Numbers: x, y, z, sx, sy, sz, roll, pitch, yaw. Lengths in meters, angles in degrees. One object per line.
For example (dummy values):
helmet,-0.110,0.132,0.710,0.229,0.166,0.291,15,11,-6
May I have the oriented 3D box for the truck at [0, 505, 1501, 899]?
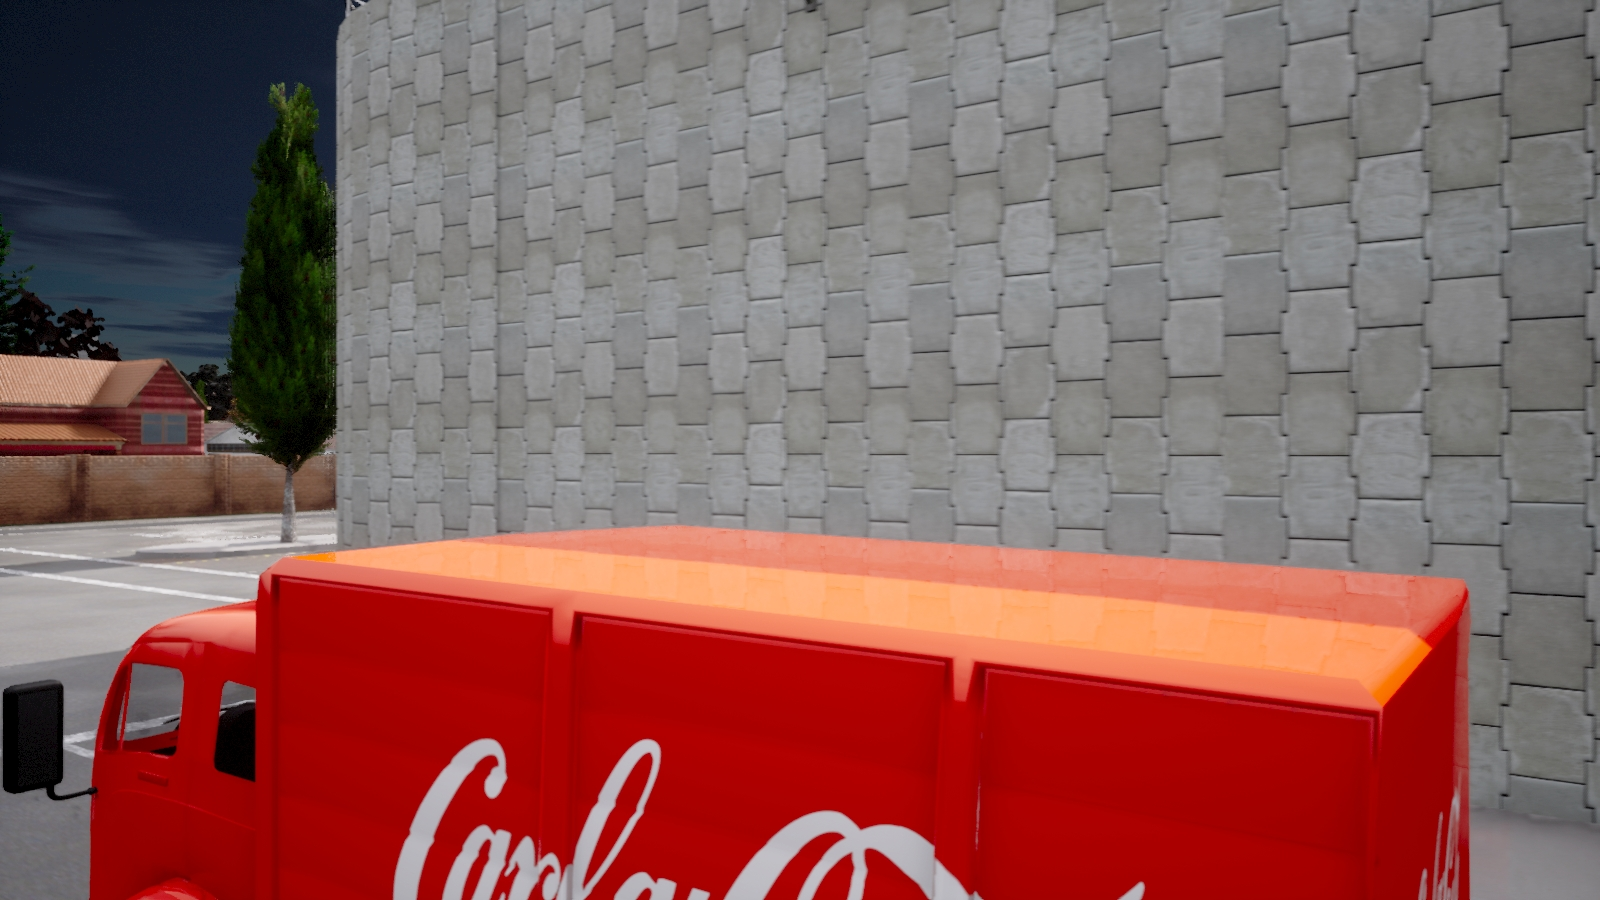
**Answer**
truck,-0.576,1.572,4.188,5.204,2.467,2.627,0,0,35
